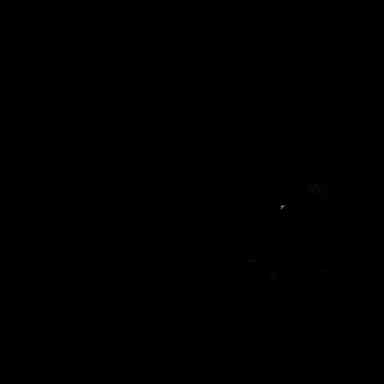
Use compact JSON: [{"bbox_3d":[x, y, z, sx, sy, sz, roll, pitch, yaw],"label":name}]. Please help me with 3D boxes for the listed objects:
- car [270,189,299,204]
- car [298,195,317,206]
[{"bbox_3d":[13.067,0.567,47.742,2.150,2.045,5.566,5,2,32],"label":"car"},{"bbox_3d":[16.324,1.151,46.891,2.033,1.411,5.357,5,2,32],"label":"car"}]
